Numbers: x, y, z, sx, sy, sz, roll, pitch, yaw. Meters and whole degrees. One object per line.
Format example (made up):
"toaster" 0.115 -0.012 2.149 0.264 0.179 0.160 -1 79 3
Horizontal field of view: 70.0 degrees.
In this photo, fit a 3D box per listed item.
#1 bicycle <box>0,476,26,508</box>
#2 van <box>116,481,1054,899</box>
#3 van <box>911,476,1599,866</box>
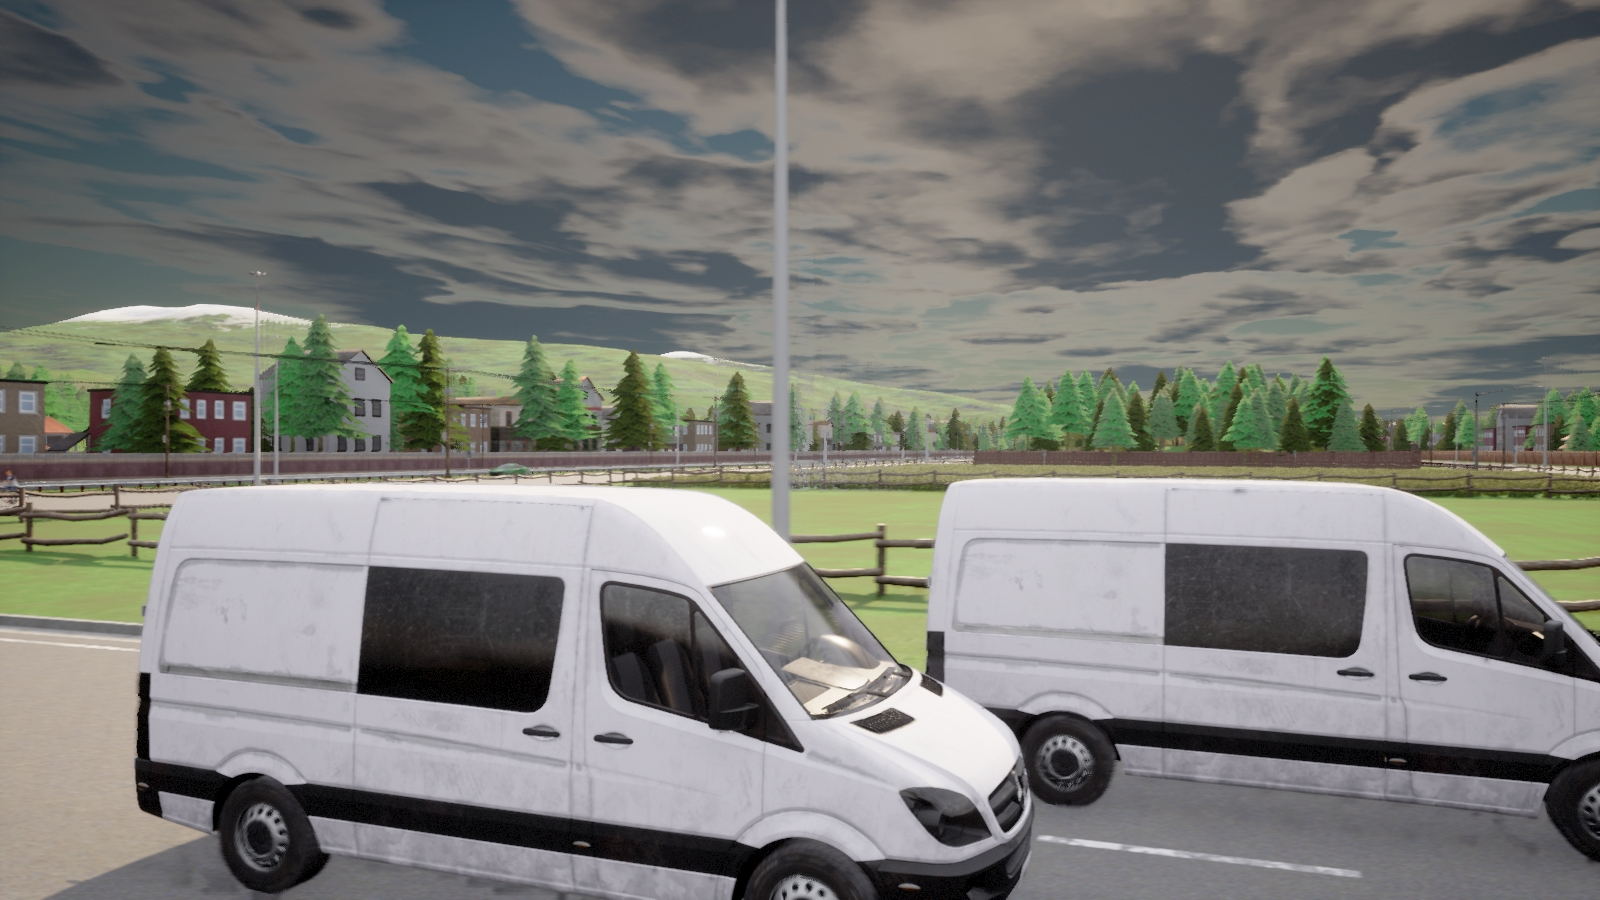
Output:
"bicycle" -38.925 2.056 56.060 0.373 1.496 1.643 0 0 20
"van" -1.456 1.534 7.562 5.915 2.561 1.988 0 0 20
"van" 4.031 1.534 9.292 5.915 2.561 1.988 0 0 20
